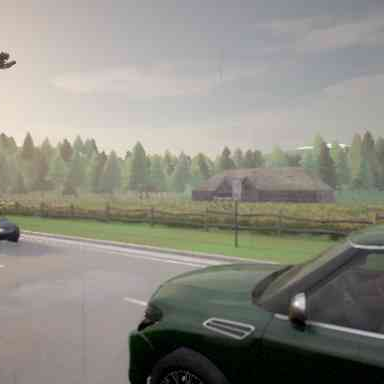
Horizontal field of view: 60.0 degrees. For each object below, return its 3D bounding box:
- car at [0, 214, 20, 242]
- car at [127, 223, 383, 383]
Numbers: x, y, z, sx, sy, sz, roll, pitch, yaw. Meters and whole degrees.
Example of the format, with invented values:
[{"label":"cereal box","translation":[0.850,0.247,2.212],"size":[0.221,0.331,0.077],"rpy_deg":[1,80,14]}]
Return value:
[{"label":"car","translation":[-9.726,1.589,15.229],"size":[4.181,1.385,1.994],"rpy_deg":[0,0,36]},{"label":"car","translation":[1.999,1.221,2.566],"size":[5.566,2.045,2.150],"rpy_deg":[0,0,35]}]
